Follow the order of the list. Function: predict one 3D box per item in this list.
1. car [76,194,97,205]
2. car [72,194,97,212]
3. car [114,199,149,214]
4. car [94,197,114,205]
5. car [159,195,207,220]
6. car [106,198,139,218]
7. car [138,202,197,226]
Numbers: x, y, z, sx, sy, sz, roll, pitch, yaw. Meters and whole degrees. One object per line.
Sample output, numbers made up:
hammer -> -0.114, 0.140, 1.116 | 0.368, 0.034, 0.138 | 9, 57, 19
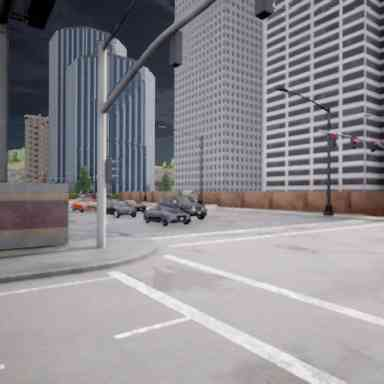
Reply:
car -> -19.531, 1.340, 61.583 | 2.150, 2.045, 5.566 | 0, 0, -35
car -> -12.470, 1.426, 39.110 | 2.097, 1.767, 4.553 | 0, 0, -35
car -> -6.790, 1.573, 37.121 | 1.882, 1.535, 5.008 | 0, 0, -35
car -> -16.943, 1.686, 63.964 | 2.033, 1.411, 5.357 | 0, 0, -34
car -> -0.998, 1.316, 28.916 | 2.150, 2.045, 5.566 | 0, 0, -35
car -> -6.825, 1.579, 31.096 | 1.837, 1.490, 4.892 | 0, 0, -35
car -> -1.849, 1.638, 24.048 | 1.994, 1.385, 4.181 | 0, 0, -35
